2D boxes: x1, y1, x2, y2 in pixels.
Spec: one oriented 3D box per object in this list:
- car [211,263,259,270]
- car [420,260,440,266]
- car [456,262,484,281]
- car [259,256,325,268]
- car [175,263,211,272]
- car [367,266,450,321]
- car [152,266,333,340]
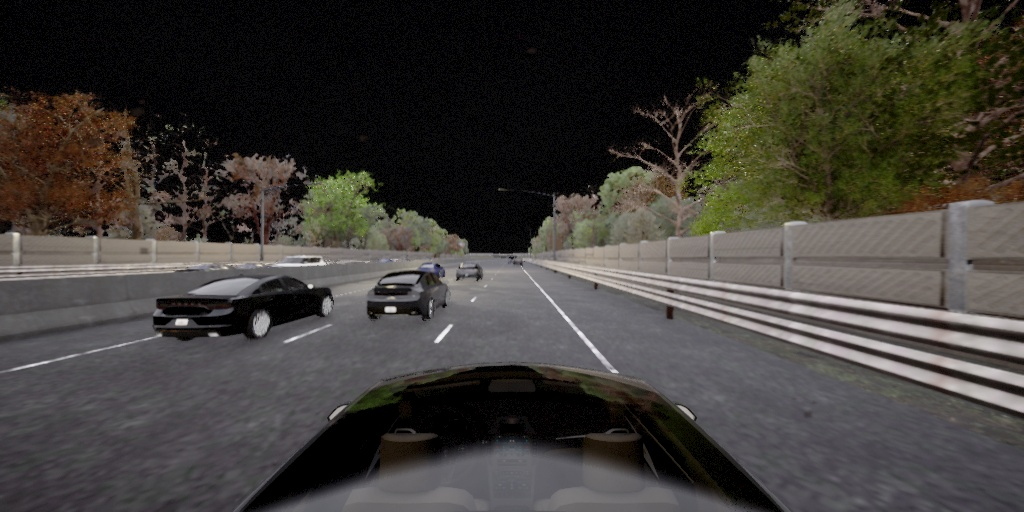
[{"bbox_3d":[-21.103,1.300,29.214,2.033,1.411,5.357,0,0,0],"label":"car"},{"bbox_3d":[-6.907,1.280,30.573,1.812,1.442,4.674,0,0,0],"label":"car"},{"bbox_3d":[-3.408,1.245,29.547,2.128,1.511,4.902,0,0,0],"label":"car"},{"bbox_3d":[-17.603,0.975,29.563,2.150,2.045,5.566,0,0,0],"label":"car"},{"bbox_3d":[-24.602,1.300,29.120,2.033,1.411,5.357,0,0,0],"label":"car"},{"bbox_3d":[-3.406,1.253,12.484,1.837,1.490,4.892,0,0,0],"label":"car"},{"bbox_3d":[-6.909,1.225,9.980,1.882,1.535,5.008,0,0,0],"label":"car"}]
